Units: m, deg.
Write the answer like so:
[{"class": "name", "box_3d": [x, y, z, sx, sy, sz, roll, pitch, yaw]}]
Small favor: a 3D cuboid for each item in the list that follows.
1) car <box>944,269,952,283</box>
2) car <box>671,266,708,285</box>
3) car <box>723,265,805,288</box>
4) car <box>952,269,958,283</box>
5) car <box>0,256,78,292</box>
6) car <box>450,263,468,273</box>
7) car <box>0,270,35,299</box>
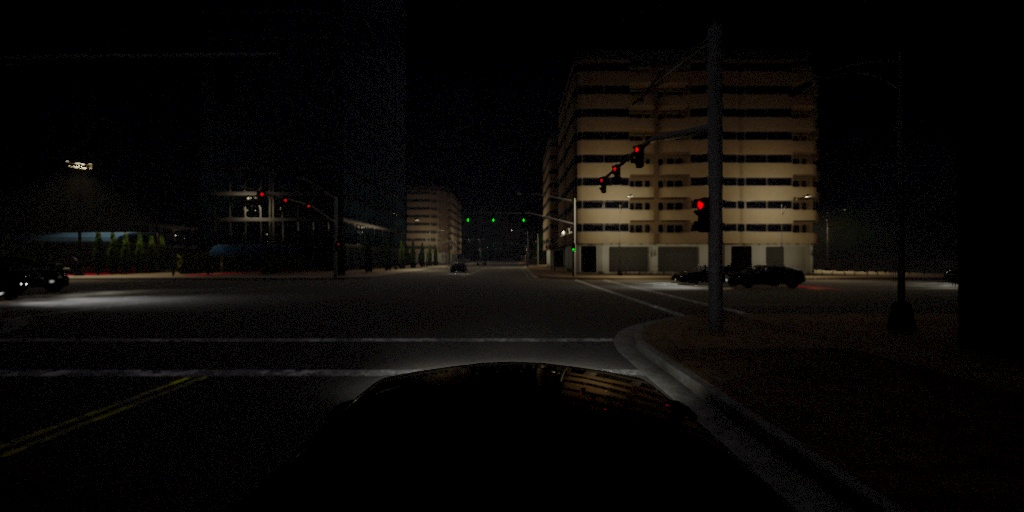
[{"class": "car", "box_3d": [36.757, 1.248, 27.868, 4.553, 1.767, 2.097, 0, 0, 0]}, {"class": "car", "box_3d": [15.283, 1.444, 27.725, 5.357, 1.411, 2.033, 0, 0, -1]}, {"class": "car", "box_3d": [16.951, 1.368, 24.241, 4.902, 1.511, 2.128, 0, 0, -1]}, {"class": "car", "box_3d": [33.670, 1.229, 24.362, 4.553, 1.767, 2.097, 0, 0, 0]}, {"class": "car", "box_3d": [-28.573, 1.075, 20.074, 5.566, 2.045, 2.150, 0, 0, -1]}, {"class": "car", "box_3d": [-7.011, 1.583, 47.825, 2.033, 1.411, 5.357, 0, 0, 0]}, {"class": "car", "box_3d": [-25.873, 1.435, 16.603, 4.718, 1.301, 1.895, 0, 0, -1]}]
